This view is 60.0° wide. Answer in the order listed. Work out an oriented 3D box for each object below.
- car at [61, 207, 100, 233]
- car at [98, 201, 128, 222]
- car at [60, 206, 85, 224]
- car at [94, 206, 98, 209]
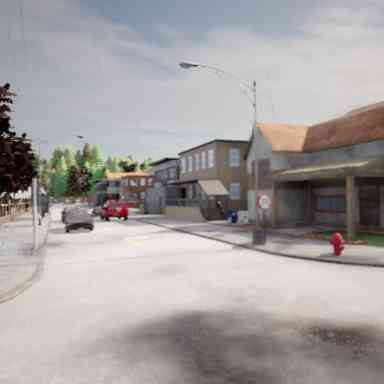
[{"bbox_3d":[-8.373,2.106,24.517,2.033,1.411,5.357,-1,-1,-23],"label":"car"},{"bbox_3d":[-8.178,1.947,34.984,2.150,2.045,5.566,-1,-1,-23],"label":"car"},{"bbox_3d":[-12.340,2.277,34.108,2.128,1.511,4.902,-1,-1,-22],"label":"car"},{"bbox_3d":[-12.141,2.516,44.554,1.994,1.385,4.181,-1,-1,-23],"label":"car"}]
